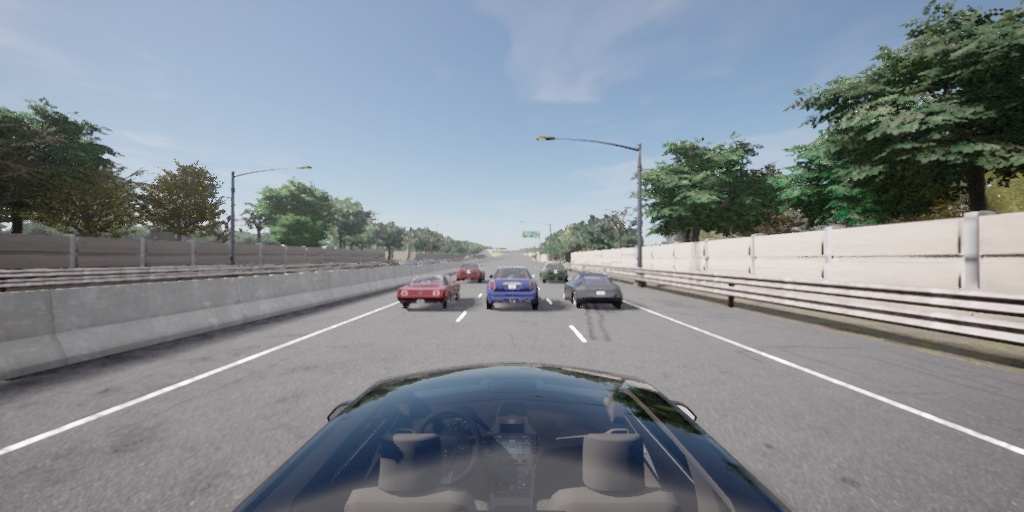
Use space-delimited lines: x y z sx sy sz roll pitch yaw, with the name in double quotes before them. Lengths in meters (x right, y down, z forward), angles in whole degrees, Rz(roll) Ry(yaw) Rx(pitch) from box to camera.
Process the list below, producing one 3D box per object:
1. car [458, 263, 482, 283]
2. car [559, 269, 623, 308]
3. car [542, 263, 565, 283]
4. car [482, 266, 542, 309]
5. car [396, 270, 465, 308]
"car" -3.479 1.350 30.934 2.097 1.767 4.553 0 -1 0
"car" 3.513 1.443 16.150 1.994 1.385 4.181 0 0 0
"car" 3.521 1.349 30.920 2.097 1.767 4.553 0 -1 0
"car" 0.012 1.227 15.919 2.097 1.767 4.553 0 -1 0
"car" -3.490 1.478 15.955 1.895 1.301 4.718 0 0 0
